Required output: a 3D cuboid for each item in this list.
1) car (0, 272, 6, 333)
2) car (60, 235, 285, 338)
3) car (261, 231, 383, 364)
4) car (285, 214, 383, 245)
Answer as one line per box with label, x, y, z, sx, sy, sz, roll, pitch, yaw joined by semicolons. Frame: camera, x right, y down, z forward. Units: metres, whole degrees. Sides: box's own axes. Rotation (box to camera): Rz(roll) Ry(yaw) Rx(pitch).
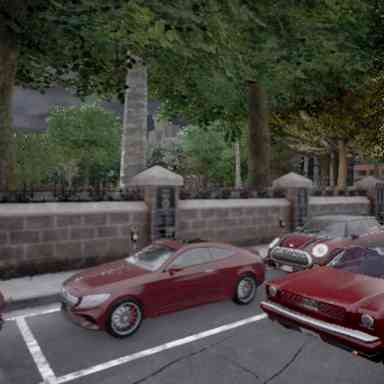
car;-4.736;1.318;3.384;5.009;1.841;2.192;0;0;-36
car;-0.334;1.577;6.525;4.206;1.307;1.802;0;0;-36
car;3.398;1.592;5.727;4.718;1.301;1.895;0;0;-35
car;4.069;1.426;9.665;4.097;1.590;1.967;0;0;-36
